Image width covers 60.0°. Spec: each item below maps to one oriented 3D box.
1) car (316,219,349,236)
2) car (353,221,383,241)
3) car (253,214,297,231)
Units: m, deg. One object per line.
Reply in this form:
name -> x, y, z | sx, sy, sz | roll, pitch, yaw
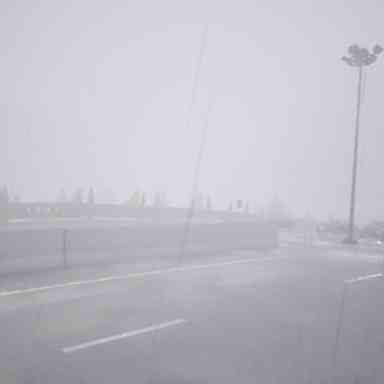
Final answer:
car -> 13.461, 3.297, 30.770 | 4.902, 1.511, 2.128 | 8, -5, -35
car -> 16.165, 3.249, 28.399 | 4.553, 1.767, 2.097 | 8, -5, -35
car -> 7.793, 2.801, 31.029 | 4.902, 1.511, 2.128 | 7, -4, -35
